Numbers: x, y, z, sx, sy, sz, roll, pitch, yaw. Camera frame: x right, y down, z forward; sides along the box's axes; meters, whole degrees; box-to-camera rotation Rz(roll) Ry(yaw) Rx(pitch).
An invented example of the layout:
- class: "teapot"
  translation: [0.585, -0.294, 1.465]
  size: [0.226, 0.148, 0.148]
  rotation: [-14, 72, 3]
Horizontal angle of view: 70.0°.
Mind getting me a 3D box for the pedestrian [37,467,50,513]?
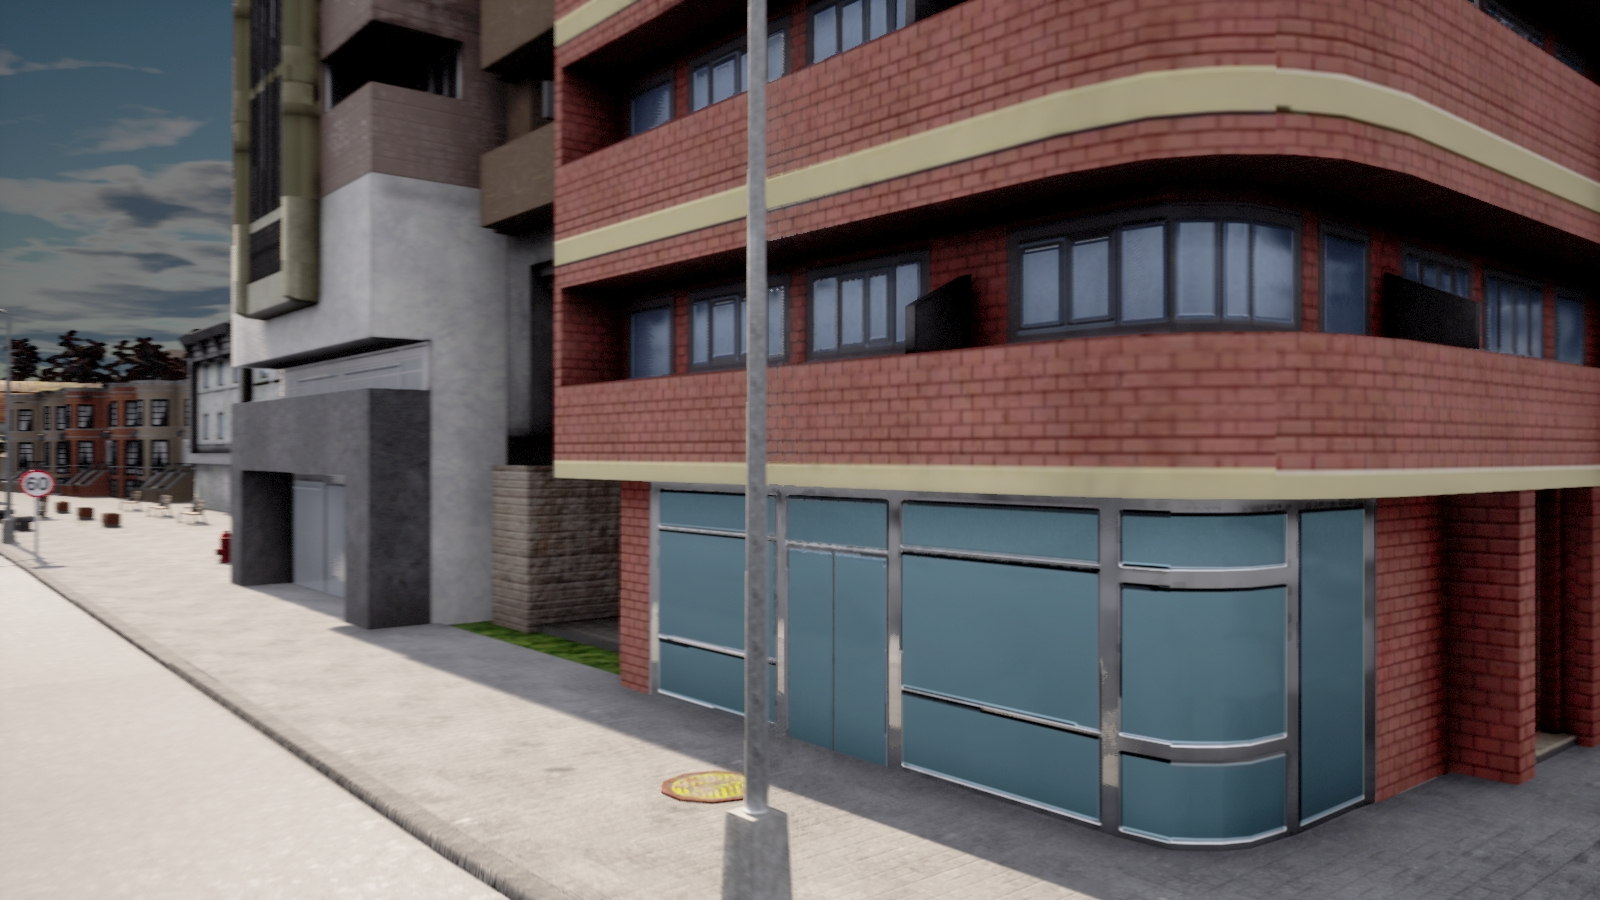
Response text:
- class: "pedestrian"
  translation: [-30.532, 1.603, 46.082]
  size: [0.375, 1.860, 0.375]
  rotation: [0, 0, -43]
